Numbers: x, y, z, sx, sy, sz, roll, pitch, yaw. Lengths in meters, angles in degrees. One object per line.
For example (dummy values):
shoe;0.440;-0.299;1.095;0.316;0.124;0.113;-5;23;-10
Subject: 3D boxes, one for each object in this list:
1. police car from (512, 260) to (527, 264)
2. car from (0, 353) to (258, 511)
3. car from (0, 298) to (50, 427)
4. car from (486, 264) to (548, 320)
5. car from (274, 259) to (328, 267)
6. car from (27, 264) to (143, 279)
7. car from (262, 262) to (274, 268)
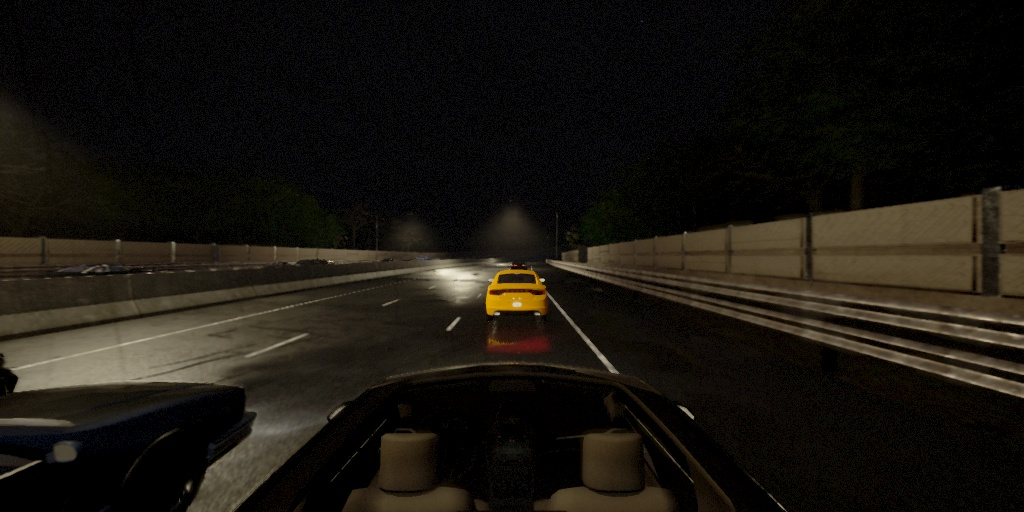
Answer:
police car;0.898;1.280;43.750;2.038;1.542;4.974;0;0;2
car;-3.395;1.297;0.974;2.033;1.411;5.357;0;0;0
car;-6.888;1.272;2.306;1.812;1.442;4.674;0;0;0
car;0.171;1.222;12.670;1.882;1.535;5.008;0;0;1
car;-17.220;1.079;30.199;2.097;1.767;4.553;0;0;1
car;-24.424;1.212;20.752;2.128;1.511;4.902;0;0;1
car;-20.667;1.217;32.338;2.128;1.511;4.902;0;0;2
